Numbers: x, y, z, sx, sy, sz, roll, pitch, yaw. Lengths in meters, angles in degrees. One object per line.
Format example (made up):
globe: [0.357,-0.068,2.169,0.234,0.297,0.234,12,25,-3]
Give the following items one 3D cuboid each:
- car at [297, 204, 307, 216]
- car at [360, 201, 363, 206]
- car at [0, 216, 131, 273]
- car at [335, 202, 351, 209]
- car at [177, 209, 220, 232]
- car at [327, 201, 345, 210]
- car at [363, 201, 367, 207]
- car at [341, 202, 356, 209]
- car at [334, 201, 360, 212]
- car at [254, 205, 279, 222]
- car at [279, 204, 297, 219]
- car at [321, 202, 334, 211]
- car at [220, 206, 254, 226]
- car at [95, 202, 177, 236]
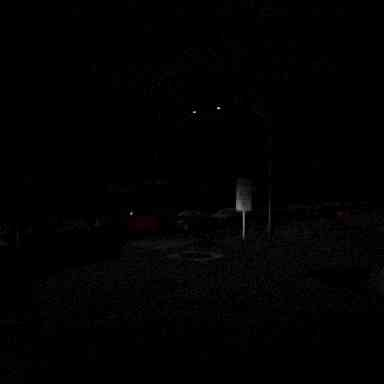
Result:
car: [12.310,2.091,39.575,2.008,1.369,4.403,-1,-1,35]
car: [34.210,2.634,70.405,1.947,1.339,4.313,-1,-1,35]
car: [-4.523,1.688,11.131,1.895,1.301,4.718,0,-1,35]
car: [27.953,2.483,61.596,1.947,1.339,4.313,-1,-1,35]
car: [-0.205,1.817,21.956,1.802,1.307,4.206,-1,-1,35]
car: [24.726,2.365,57.054,1.752,1.417,4.829,-1,-1,35]
car: [40.467,2.787,79.213,1.947,1.339,4.313,-1,-1,35]
car: [31.082,2.574,66.001,1.802,1.307,4.206,-1,-1,35]
car: [23.928,2.272,51.189,2.128,1.511,4.902,0,-1,36]
car: [6.053,1.954,30.766,1.947,1.339,4.313,-1,-1,35]
car: [9.181,2.030,35.170,1.947,1.339,4.313,-1,-1,35]
car: [21.696,2.318,52.788,2.008,1.369,4.403,-1,-1,35]
car: [2.826,1.834,26.223,1.752,1.417,4.829,-1,-1,35]
car: [-3.333,1.473,17.556,2.192,1.841,5.009,-1,-1,35]
